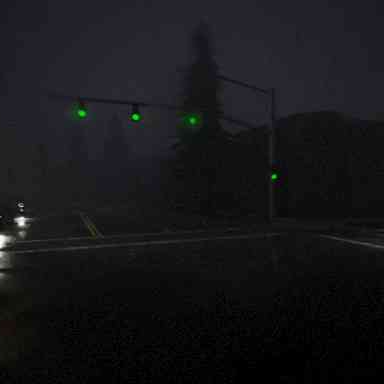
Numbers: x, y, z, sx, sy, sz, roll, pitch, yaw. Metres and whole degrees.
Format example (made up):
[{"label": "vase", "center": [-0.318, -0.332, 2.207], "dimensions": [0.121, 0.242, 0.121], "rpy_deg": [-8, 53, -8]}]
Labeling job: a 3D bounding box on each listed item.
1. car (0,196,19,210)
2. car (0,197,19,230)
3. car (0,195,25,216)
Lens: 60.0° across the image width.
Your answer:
[{"label": "car", "center": [-21.067, 1.171, 37.522], "dimensions": [1.812, 1.442, 4.674], "rpy_deg": [-1, 1, -40]}, {"label": "car", "center": [-11.659, 1.299, 19.372], "dimensions": [1.882, 1.535, 5.008], "rpy_deg": [-1, 1, -20]}, {"label": "car", "center": [-15.502, 1.076, 28.548], "dimensions": [2.097, 1.767, 4.553], "rpy_deg": [-1, 1, -26]}]
